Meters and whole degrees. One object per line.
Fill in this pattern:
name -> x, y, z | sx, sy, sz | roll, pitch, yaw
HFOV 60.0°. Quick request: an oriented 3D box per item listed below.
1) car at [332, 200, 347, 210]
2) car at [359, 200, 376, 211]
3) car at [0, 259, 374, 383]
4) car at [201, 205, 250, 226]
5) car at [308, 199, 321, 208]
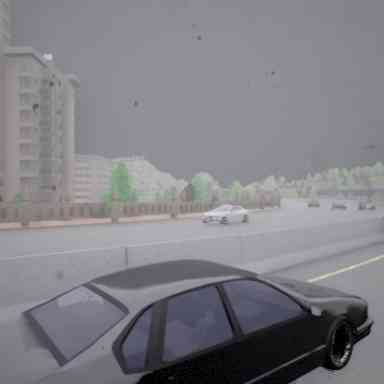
car -> 22.075, 1.963, 49.882 | 1.812, 1.442, 4.674 | 0, -1, 22
car -> 24.448, 1.885, 46.495 | 2.128, 1.511, 4.902 | 0, -1, 24
car -> 0.047, 1.570, 3.929 | 5.357, 1.411, 2.033 | 0, 0, -37
car -> 2.702, 1.709, 25.555 | 1.812, 1.442, 4.674 | 0, -1, 42
car -> 21.024, 2.029, 57.142 | 1.837, 1.490, 4.892 | 0, -1, 19
